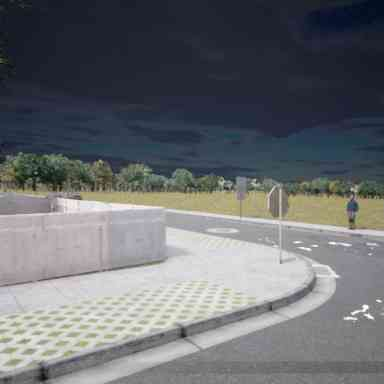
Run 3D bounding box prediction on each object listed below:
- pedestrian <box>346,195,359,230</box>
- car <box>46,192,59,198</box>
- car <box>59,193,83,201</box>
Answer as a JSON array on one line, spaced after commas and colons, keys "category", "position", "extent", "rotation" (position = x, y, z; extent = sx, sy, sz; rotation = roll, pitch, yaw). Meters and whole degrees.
[{"category": "pedestrian", "position": [8.416, 1.065, 17.517], "extent": [0.375, 1.860, 0.375], "rotation": [1, -1, -36]}, {"category": "car", "position": [-23.388, 0.785, 56.420], "extent": [2.033, 1.411, 5.357], "rotation": [1, 0, -36]}, {"category": "car", "position": [-17.283, 0.883, 48.004], "extent": [1.837, 1.490, 4.892], "rotation": [1, 0, -36]}]
